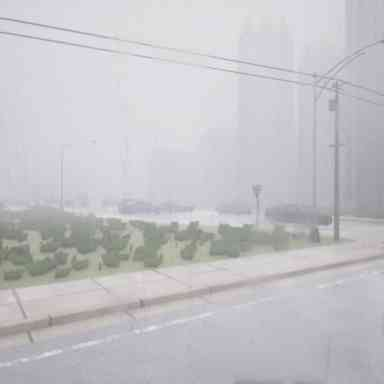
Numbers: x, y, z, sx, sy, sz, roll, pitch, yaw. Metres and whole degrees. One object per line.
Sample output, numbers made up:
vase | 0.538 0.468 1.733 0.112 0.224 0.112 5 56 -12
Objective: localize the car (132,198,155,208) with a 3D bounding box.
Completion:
car | -7.593 1.678 51.898 1.994 1.385 4.181 0 0 -33

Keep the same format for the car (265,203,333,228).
car | 7.434 1.573 23.491 1.882 1.535 5.008 0 0 -34

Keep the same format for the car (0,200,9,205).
car | -24.224 1.320 39.127 4.605 1.855 1.932 0 0 -34

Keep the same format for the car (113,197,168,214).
car | -5.394 1.555 34.941 4.611 1.667 2.242 0 0 -34

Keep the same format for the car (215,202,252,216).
car | 4.257 1.678 34.659 1.994 1.385 4.181 0 0 -34

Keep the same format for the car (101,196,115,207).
car | -12.873 1.468 53.327 2.097 1.767 4.553 0 0 -34

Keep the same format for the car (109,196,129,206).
car | -13.263 1.591 60.092 1.882 1.535 5.008 0 0 -34

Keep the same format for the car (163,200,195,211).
car | -1.754 1.715 43.420 1.895 1.301 4.718 0 0 -34

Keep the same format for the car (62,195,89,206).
car | -18.954 1.389 54.993 3.866 1.878 1.905 0 0 -34

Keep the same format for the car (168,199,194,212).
car | -1.761 1.573 36.926 1.882 1.535 5.008 0 0 -34

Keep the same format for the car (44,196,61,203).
car | -26.978 1.579 65.842 4.193 1.474 1.816 0 0 -34
